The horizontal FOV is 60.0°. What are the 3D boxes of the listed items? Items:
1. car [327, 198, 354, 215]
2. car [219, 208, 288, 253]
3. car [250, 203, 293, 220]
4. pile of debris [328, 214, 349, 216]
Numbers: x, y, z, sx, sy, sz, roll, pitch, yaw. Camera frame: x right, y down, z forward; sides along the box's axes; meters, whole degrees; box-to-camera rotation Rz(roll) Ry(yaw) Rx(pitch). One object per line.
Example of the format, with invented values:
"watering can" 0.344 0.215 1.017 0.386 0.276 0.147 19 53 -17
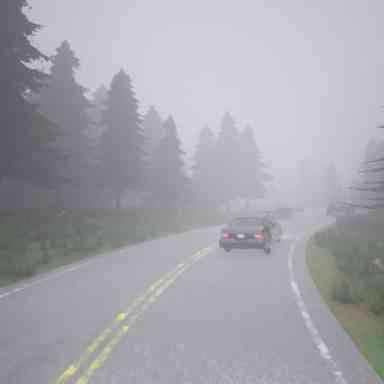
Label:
"car" 15.031 1.364 33.557 2.097 1.767 4.553 -3 -2 33
"car" 2.630 1.610 14.053 2.033 1.411 5.357 -1 -1 21
"car" 6.952 1.676 28.297 1.882 1.535 5.008 -4 -2 37
"pile of debris" 13.907 2.180 31.583 1.500 0.140 1.860 -3 -2 36
